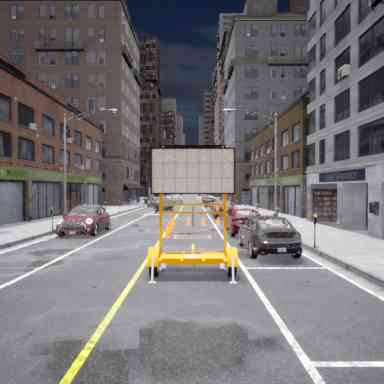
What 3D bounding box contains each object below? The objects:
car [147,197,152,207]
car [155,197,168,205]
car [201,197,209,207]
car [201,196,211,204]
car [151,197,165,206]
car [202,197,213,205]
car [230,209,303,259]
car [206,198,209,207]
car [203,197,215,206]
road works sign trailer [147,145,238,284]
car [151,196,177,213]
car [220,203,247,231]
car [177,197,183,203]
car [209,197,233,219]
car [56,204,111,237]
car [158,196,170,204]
[{"bbox_3d":[-5.693,1.459,50.984,1.967,1.590,4.097,-1,0,0],"label":"car"},{"bbox_3d":[-5.674,1.579,61.995,2.008,1.369,4.403,-1,0,0],"label":"car"},{"bbox_3d":[2.833,1.585,50.971,1.947,1.339,4.313,-1,0,0],"label":"car"},{"bbox_3d":[2.859,1.578,67.486,1.887,1.381,4.507,-1,0,0],"label":"car"},{"bbox_3d":[-5.683,1.589,56.490,1.947,1.339,4.313,-1,0,0],"label":"car"},{"bbox_3d":[2.851,1.573,61.981,1.887,1.381,4.507,-1,0,0],"label":"car"},{"bbox_3d":[2.772,1.550,12.434,2.008,1.369,4.403,-1,0,0],"label":"car"},{"bbox_3d":[2.807,1.552,34.455,1.887,1.381,4.507,-1,0,0],"label":"car"},{"bbox_3d":[2.842,1.568,56.476,1.887,1.381,4.507,-1,0,0],"label":"car"},{"bbox_3d":[0.028,0.464,9.577,2.380,3.560,2.880,0,0,0],"label":"road works sign trailer"},{"bbox_3d":[-3.041,1.514,36.793,1.837,1.490,4.892,0,0,0],"label":"car"},{"bbox_3d":[2.781,1.546,17.940,1.887,1.381,4.507,-1,0,0],"label":"car"},{"bbox_3d":[-2.891,1.636,69.405,1.895,1.301,4.718,0,0,0],"label":"car"},{"bbox_3d":[2.797,1.445,28.950,1.967,1.590,4.097,-1,0,0],"label":"car"},{"bbox_3d":[-5.745,1.441,17.954,1.967,1.590,4.097,-1,0,0],"label":"car"},{"bbox_3d":[-5.666,1.578,67.500,1.887,1.381,4.507,-1,0,0],"label":"car"}]
